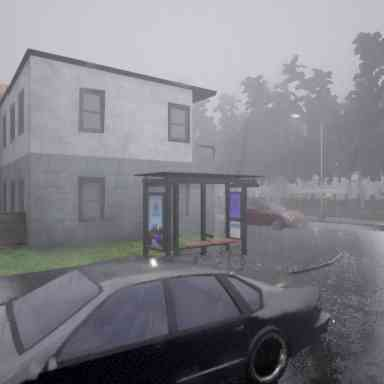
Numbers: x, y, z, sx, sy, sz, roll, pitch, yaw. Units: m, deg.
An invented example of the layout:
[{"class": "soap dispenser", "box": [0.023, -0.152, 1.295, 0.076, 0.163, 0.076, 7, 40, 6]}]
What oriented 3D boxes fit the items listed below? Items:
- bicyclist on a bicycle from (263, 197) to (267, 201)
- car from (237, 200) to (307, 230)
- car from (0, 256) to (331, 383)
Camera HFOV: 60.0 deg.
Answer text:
[{"class": "bicyclist on a bicycle", "box": [7.145, 1.349, 32.428, 1.656, 1.620, 0.582, 0, 0, -35]}, {"class": "car", "box": [4.956, 1.352, 21.020, 2.097, 1.767, 4.553, 0, 0, -35]}, {"class": "car", "box": [-0.704, 1.547, 3.871, 5.357, 1.411, 2.033, 0, 0, -32]}]
